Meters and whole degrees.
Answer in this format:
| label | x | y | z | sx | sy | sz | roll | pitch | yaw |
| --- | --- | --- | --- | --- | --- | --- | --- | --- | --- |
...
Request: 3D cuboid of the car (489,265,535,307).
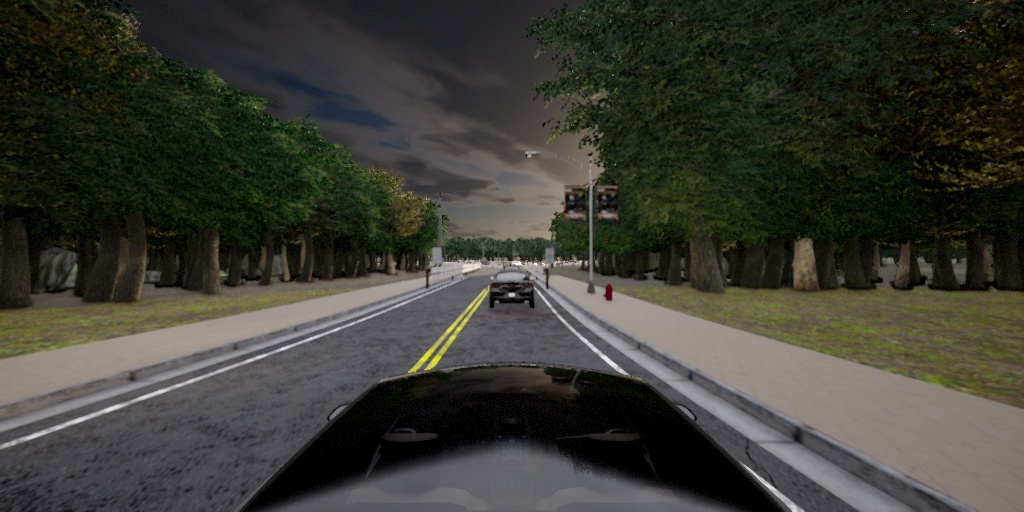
| label | x | y | z | sx | sy | sz | roll | pitch | yaw |
| --- | --- | --- | --- | --- | --- | --- | --- | --- | --- |
| car | 0.000 | 1.367 | 16.343 | 1.882 | 1.535 | 5.008 | 0 | 0 | 0 |
